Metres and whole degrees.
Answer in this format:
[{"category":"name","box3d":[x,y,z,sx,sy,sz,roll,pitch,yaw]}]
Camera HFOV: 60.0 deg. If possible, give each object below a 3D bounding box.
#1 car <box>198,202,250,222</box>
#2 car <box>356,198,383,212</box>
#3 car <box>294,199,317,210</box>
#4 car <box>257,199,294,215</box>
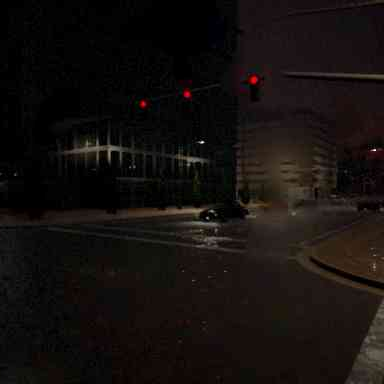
[{"category":"car","box3d":[2.719,1.541,26.616,2.033,1.411,5.357,0,0,37]},{"category":"car","box3d":[20.801,1.598,39.168,1.895,1.301,4.718,0,0,36]},{"category":"car","box3d":[14.452,1.595,42.651,1.895,1.301,4.718,0,0,36]},{"category":"car","box3d":[8.494,1.472,34.523,1.882,1.535,5.008,0,0,36]}]
